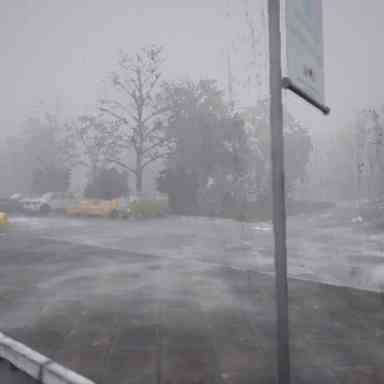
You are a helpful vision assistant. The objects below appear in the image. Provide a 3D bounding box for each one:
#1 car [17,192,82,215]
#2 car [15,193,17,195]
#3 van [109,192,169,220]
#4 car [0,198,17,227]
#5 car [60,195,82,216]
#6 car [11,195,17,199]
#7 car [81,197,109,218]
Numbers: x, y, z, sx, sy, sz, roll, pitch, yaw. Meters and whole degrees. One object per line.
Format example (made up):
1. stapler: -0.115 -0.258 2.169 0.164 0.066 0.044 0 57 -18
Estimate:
1. car: -12.782 0.993 31.290 2.435 2.045 5.566 -1 0 35
2. car: -17.272 1.049 34.400 2.435 2.045 5.566 -1 0 35
3. van: -3.676 1.000 24.812 1.878 1.987 4.442 0 0 35
4. car: -11.278 1.258 15.076 1.946 1.575 5.366 0 0 35
5. car: -7.973 1.218 28.188 1.946 1.575 5.366 0 0 35
6. car: -15.062 1.272 32.898 2.231 1.521 4.892 -1 0 35
7. car: -5.793 1.216 26.662 1.946 1.575 5.366 0 0 35
